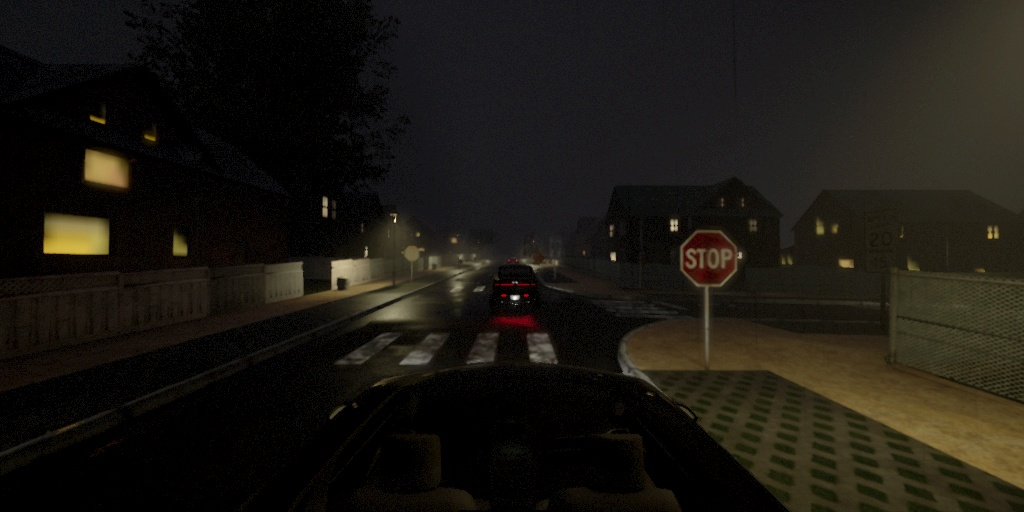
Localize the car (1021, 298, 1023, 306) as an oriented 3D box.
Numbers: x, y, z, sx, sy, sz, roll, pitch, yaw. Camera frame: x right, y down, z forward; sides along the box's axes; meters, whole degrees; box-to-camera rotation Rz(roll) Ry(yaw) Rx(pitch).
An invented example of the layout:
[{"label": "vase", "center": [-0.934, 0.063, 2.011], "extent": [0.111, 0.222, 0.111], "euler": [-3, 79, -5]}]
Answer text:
[{"label": "car", "center": [24.291, 1.748, 14.907], "extent": [4.181, 1.385, 1.994], "euler": [1, -1, 0]}]

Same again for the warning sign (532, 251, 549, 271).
[{"label": "warning sign", "center": [2.588, 0.458, 34.001], "extent": [1.300, 1.860, 1.060], "euler": [0, 0, 0]}]

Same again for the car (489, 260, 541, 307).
[{"label": "car", "center": [0.117, 1.090, 14.382], "extent": [1.837, 1.490, 4.892], "euler": [0, 1, 0]}]

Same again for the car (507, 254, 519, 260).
[{"label": "car", "center": [0.171, 0.681, 56.813], "extent": [1.895, 1.301, 4.718], "euler": [0, 1, 1]}]
